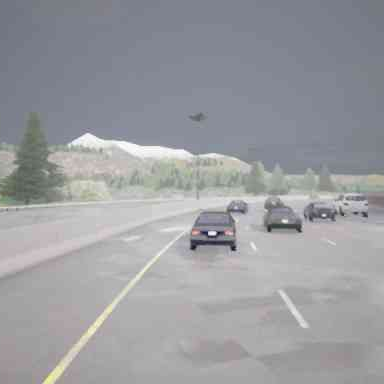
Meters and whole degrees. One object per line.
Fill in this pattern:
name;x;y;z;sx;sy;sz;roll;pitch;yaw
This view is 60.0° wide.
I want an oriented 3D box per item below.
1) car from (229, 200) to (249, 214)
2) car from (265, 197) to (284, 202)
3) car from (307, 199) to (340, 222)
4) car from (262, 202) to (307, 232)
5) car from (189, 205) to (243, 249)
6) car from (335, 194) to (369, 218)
car;4.846;1.523;34.805;1.994;1.385;4.181;0;0;15
car;9.493;1.316;38.366;2.097;1.767;4.553;0;0;16
car;10.047;1.510;26.392;1.812;1.442;4.674;0;0;11
car;5.371;1.547;20.156;1.994;1.385;4.181;0;0;9
car;1.001;1.528;14.408;2.033;1.411;5.357;0;0;6
car;14.613;1.210;30.827;2.150;2.045;5.566;0;0;14
